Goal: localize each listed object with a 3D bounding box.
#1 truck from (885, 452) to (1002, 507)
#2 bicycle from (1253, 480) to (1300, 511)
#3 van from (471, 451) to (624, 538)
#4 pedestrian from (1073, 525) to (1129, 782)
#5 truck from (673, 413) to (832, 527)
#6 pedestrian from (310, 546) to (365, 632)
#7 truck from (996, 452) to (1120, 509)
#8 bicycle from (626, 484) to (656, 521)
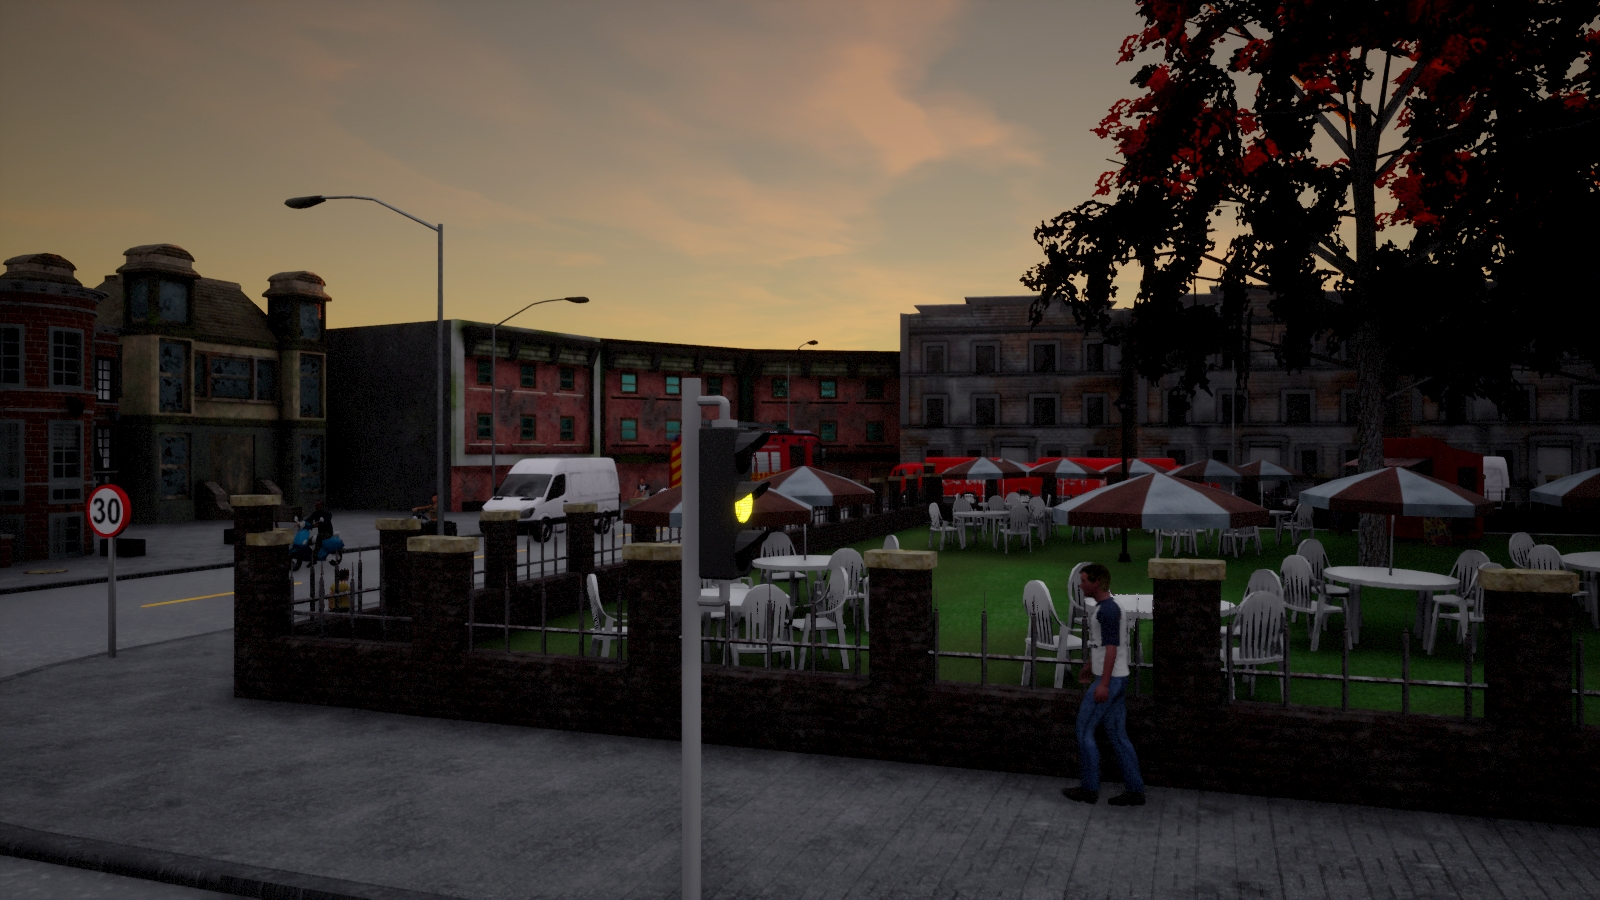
[{"bbox_3d":[6.742,1.349,53.338,5.204,2.467,2.627,0,0,12],"label":"truck"},{"bbox_3d":[20.335,1.940,48.821,1.835,1.271,0.329,0,0,19],"label":"bicycle"},{"bbox_3d":[-7.990,1.314,36.858,1.988,2.561,5.915,0,0,19],"label":"van"},{"bbox_3d":[2.282,1.518,8.652,0.375,1.860,0.375,0,0,20],"label":"pedestrian"},{"bbox_3d":[-1.555,0.672,42.847,2.891,3.827,8.468,0,0,20],"label":"truck"},{"bbox_3d":[-6.345,1.896,15.696,0.500,1.100,0.500,0,0,15],"label":"pedestrian"},{"bbox_3d":[11.735,1.348,51.842,5.204,2.467,2.627,0,0,19],"label":"truck"},{"bbox_3d":[-5.909,1.936,42.450,0.373,1.296,1.643,0,0,20],"label":"bicycle"}]
